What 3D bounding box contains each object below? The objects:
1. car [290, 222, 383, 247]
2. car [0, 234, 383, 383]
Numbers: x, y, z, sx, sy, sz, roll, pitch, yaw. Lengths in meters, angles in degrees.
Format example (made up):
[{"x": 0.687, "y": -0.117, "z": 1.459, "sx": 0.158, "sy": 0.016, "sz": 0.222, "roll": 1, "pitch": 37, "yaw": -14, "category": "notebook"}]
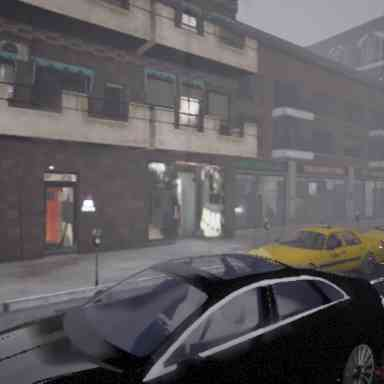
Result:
[{"x": 3.348, "y": 1.532, "z": 8.941, "sx": 4.829, "sy": 1.417, "sz": 1.752, "roll": 0, "pitch": 0, "yaw": -35, "category": "car"}, {"x": 0.092, "y": 1.494, "z": 3.404, "sx": 4.902, "sy": 1.511, "sz": 2.128, "roll": 0, "pitch": 0, "yaw": -35, "category": "car"}]
